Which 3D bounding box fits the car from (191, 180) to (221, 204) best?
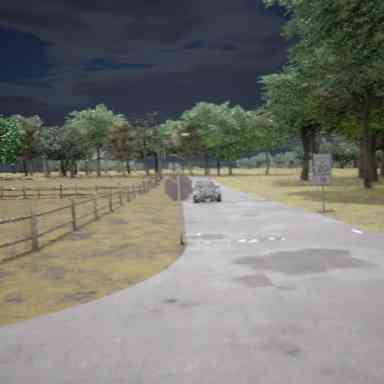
[{"bbox_3d":[1.036,-0.101,26.247,2.097,1.767,4.553,-3,3,-2],"label":"car"}]
